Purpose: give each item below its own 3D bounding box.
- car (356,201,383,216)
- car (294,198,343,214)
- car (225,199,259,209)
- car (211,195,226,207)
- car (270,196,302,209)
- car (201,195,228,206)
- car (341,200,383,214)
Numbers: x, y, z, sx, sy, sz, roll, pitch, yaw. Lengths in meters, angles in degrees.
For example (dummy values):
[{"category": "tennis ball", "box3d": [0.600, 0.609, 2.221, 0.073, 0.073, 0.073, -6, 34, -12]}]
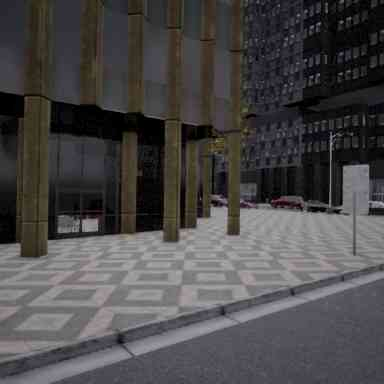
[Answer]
[{"category": "car", "box3d": [16.283, 1.518, 29.296, 2.008, 1.369, 4.403, 1, -1, -35]}, {"category": "car", "box3d": [13.090, 1.540, 33.790, 1.947, 1.339, 4.313, 1, -1, -35]}, {"category": "car", "box3d": [6.704, 1.571, 42.778, 1.802, 1.307, 4.206, 1, -1, -35]}, {"category": "car", "box3d": [3.515, 1.313, 47.276, 2.192, 1.841, 5.009, 1, -1, -35]}, {"category": "car", "box3d": [13.652, 1.488, 47.724, 2.192, 1.841, 5.009, 1, -1, -35]}, {"category": "car", "box3d": [4.074, 1.513, 61.206, 2.192, 1.841, 5.009, 1, -1, -35]}, {"category": "car", "box3d": [20.033, 1.709, 38.733, 2.008, 1.369, 4.403, 1, -1, -35]}]
